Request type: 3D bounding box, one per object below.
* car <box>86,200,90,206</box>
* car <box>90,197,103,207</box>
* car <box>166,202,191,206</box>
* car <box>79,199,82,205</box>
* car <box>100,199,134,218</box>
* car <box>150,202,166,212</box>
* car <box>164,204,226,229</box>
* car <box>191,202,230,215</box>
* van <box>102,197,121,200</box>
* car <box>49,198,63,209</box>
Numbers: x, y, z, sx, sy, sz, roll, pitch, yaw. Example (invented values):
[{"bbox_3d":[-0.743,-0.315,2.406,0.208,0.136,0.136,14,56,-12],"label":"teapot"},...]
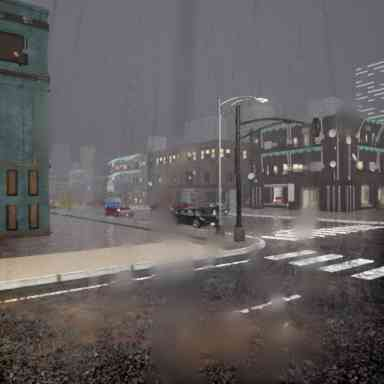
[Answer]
[{"bbox_3d":[-20.152,2.227,67.471,1.887,1.381,4.507,-1,0,-35],"label":"car"},{"bbox_3d":[-16.959,1.939,62.953,2.192,1.841,5.009,-1,0,-35],"label":"car"},{"bbox_3d":[-0.962,1.903,40.366,1.802,1.307,4.206,-2,0,-35],"label":"car"},{"bbox_3d":[-26.548,2.363,76.507,1.947,1.339,4.313,-1,0,-35],"label":"car"},{"bbox_3d":[-7.804,1.846,35.521,1.967,1.590,4.097,-1,0,-35],"label":"car"},{"bbox_3d":[-4.160,1.965,44.883,1.802,1.307,4.206,-2,0,-35],"label":"car"},{"bbox_3d":[0.118,1.814,24.125,1.947,1.339,4.313,-1,0,-35],"label":"car"},{"bbox_3d":[2.235,1.809,35.847,2.008,1.369,4.403,-2,0,-35],"label":"car"},{"bbox_3d":[-13.760,1.906,58.435,1.690,1.788,3.998,-1,0,-35],"label":"van"},{"bbox_3d":[-23.694,2.232,57.971,1.752,1.417,4.829,-1,0,-35],"label":"car"}]
